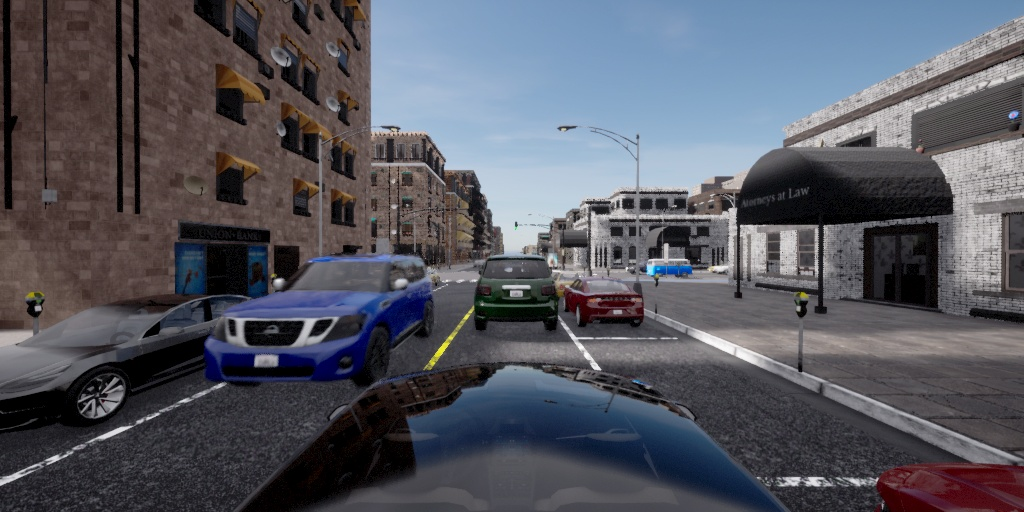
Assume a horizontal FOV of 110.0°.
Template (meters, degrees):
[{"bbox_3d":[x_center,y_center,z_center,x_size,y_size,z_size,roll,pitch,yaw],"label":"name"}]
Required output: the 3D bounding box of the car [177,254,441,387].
[{"bbox_3d":[-3.094,0.971,7.282,2.150,2.045,5.566,0,0,0],"label":"car"}]

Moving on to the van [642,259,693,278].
[{"bbox_3d":[14.697,1.166,33.517,3.998,1.789,1.690,0,0,0],"label":"van"}]

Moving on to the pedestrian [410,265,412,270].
[{"bbox_3d":[-12.574,1.214,44.671,0.500,1.100,0.500,0,0,0],"label":"pedestrian"}]

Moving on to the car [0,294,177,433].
[{"bbox_3d":[-5.686,1.315,5.689,1.948,1.339,4.313,0,0,0],"label":"car"}]

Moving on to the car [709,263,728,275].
[{"bbox_3d":[24.817,1.414,39.367,4.718,1.301,1.895,0,0,0],"label":"car"}]

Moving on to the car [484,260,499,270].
[{"bbox_3d":[-3.026,1.340,53.823,1.994,1.385,4.181,0,0,0],"label":"car"}]

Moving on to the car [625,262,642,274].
[{"bbox_3d":[14.975,1.279,39.317,4.902,1.511,2.128,0,0,-2],"label":"car"}]

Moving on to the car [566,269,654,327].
[{"bbox_3d":[2.702,1.295,11.369,1.888,1.381,4.507,0,0,0],"label":"car"}]

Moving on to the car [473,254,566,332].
[{"bbox_3d":[0.109,0.972,11.045,2.150,2.045,5.566,0,0,0],"label":"car"}]
